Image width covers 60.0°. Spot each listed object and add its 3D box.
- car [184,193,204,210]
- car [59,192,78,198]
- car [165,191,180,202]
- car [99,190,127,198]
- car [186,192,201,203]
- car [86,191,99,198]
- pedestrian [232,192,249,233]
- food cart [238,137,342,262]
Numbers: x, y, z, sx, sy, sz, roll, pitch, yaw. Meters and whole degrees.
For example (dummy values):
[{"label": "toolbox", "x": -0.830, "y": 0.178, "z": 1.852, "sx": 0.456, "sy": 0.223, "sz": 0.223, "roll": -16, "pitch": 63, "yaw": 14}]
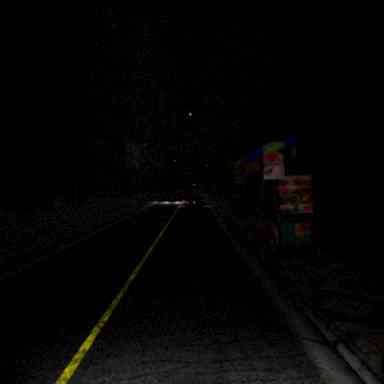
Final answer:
[{"label": "car", "x": 0.214, "y": 0.958, "z": 32.476, "sx": 2.033, "sy": 1.411, "sz": 5.357, "roll": 0, "pitch": 1, "yaw": 0}, {"label": "car", "x": -24.225, "y": 0.565, "z": 65.928, "sx": 4.206, "sy": 1.307, "sz": 1.802, "roll": 0, "pitch": 0, "yaw": 0}, {"label": "car", "x": -2.799, "y": 0.655, "z": 49.054, "sx": 1.837, "sy": 1.490, "sz": 4.892, "roll": 0, "pitch": 1, "yaw": 0}, {"label": "car", "x": -13.308, "y": 0.343, "z": 57.375, "sx": 4.097, "sy": 1.590, "sz": 1.967, "roll": 0, "pitch": -1, "yaw": -1}, {"label": "car", "x": 0.216, "y": 0.760, "z": 45.105, "sx": 1.994, "sy": 1.385, "sz": 4.181, "roll": 0, "pitch": 1, "yaw": 2}, {"label": "car", "x": -18.738, "y": 0.547, "z": 65.913, "sx": 4.313, "sy": 1.339, "sz": 1.947, "roll": 0, "pitch": 0, "yaw": 0}, {"label": "pedestrian", "x": 2.139, "y": 0.860, "z": 14.721, "sx": 0.375, "sy": 1.860, "sz": 0.375, "roll": 2, "pitch": -1, "yaw": -10}, {"label": "food cart", "x": 3.135, "y": 0.238, "z": 11.943, "sx": 2.280, "sy": 3.560, "sz": 4.660, "roll": -2, "pitch": -1, "yaw": 0}]
